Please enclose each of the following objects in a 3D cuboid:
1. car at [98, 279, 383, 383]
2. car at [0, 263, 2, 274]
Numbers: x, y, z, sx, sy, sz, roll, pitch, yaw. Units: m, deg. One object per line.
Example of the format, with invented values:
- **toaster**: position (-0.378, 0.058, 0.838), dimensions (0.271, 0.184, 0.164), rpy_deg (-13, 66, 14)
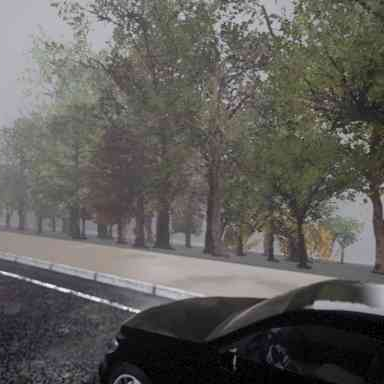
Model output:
- **car**: position (1.233, 1.527, 2.804), dimensions (4.674, 1.442, 1.812), rpy_deg (0, 0, 36)
- **car**: position (-7.080, 1.583, 8.781), dimensions (5.357, 1.411, 2.033), rpy_deg (0, 0, 36)
